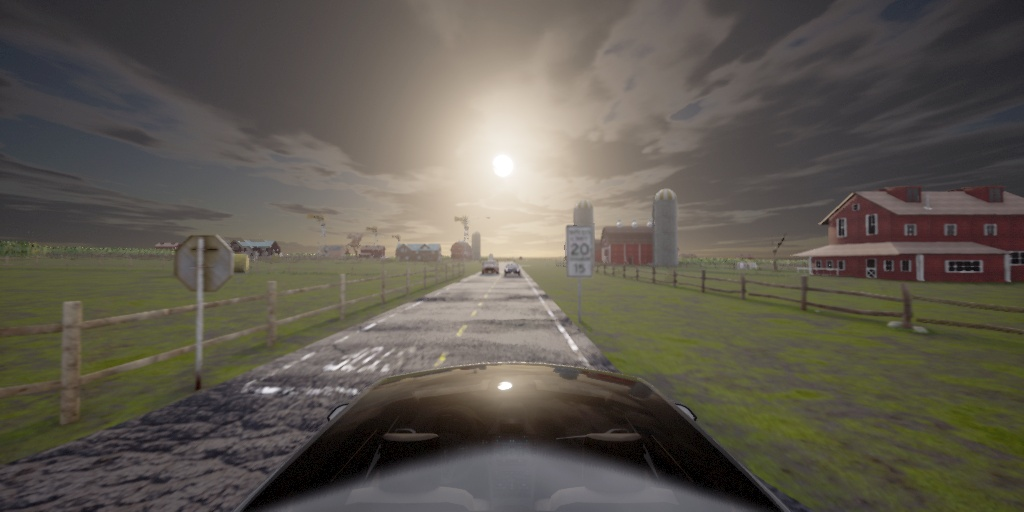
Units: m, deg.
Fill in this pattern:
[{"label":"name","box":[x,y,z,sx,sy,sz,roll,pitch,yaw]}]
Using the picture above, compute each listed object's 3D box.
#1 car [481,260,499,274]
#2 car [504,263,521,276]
[{"label":"car","box":[-2.705,1.339,45.647,2.097,1.767,4.553,0,0,0]},{"label":"car","box":[0.042,1.559,41.053,1.895,1.301,4.718,0,0,0]}]
